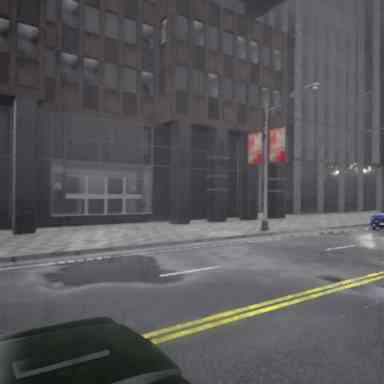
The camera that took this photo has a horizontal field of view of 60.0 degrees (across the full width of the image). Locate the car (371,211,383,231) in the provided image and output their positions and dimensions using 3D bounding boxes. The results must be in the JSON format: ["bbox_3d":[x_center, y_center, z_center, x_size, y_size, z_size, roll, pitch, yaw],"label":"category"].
[{"bbox_3d":[12.753,1.531,19.972,5.008,1.535,1.882,0,0,-32],"label":"car"}]

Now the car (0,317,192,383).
[{"bbox_3d":[-2.191,1.594,1.846,4.718,1.301,1.895,0,0,-36],"label":"car"}]
